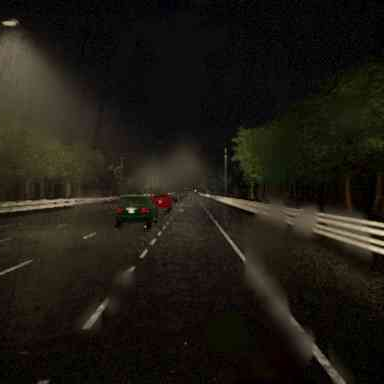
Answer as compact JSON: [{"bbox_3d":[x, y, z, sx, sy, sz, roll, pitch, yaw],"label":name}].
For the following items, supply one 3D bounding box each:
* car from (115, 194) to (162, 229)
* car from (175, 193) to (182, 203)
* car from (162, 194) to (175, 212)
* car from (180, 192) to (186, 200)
[{"bbox_3d":[-3.495,1.216,21.888,2.150,2.045,5.566,0,0,0],"label":"car"},{"bbox_3d":[-3.490,1.481,64.971,1.812,1.442,4.674,0,0,0],"label":"car"},{"bbox_3d":[-3.494,1.197,39.042,2.150,2.045,5.566,0,0,0],"label":"car"},{"bbox_3d":[-3.485,1.172,86.695,2.150,2.045,5.566,0,0,0],"label":"car"}]
